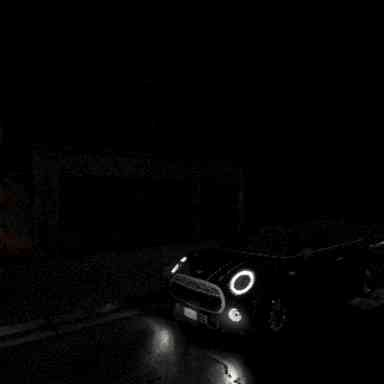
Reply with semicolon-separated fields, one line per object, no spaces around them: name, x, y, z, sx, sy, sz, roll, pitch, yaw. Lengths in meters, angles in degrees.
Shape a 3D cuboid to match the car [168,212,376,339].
car;1.733;1.331;6.694;4.553;1.767;2.097;0;-1;-38
